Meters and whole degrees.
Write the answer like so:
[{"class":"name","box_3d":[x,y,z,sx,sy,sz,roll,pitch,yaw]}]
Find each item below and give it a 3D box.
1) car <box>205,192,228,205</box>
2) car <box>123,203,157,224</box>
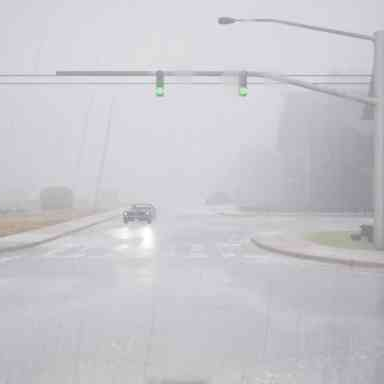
[{"class":"car","box_3d":[3.924,0.970,52.779,1.905,1.878,3.866,-8,4,-42]},{"class":"car","box_3d":[-3.689,1.513,24.161,1.895,1.301,4.718,0,0,0]}]
